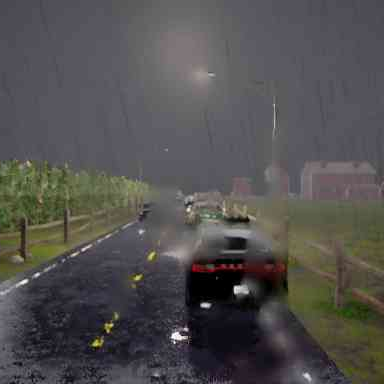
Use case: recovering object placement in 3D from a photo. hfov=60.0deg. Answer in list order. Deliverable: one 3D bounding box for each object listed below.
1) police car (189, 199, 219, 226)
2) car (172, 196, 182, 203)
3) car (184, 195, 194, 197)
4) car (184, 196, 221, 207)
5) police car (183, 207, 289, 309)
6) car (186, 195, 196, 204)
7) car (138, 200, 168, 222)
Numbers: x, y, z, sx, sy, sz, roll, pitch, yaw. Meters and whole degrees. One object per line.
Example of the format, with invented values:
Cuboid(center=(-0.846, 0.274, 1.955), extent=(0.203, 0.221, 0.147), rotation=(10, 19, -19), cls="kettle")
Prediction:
Cuboid(center=(0.762, 1.350, 24.057), extent=(1.930, 1.638, 5.238), rotation=(0, 0, 0), cls="police car")
Cuboid(center=(-2.934, 1.410, 66.948), extent=(2.033, 1.411, 5.357), rotation=(0, 0, 0), cls="car")
Cuboid(center=(-0.088, 1.480, 46.713), extent=(1.895, 1.301, 4.718), rotation=(0, 0, 0), cls="car")
Cuboid(center=(0.778, 1.295, 17.918), extent=(2.097, 1.767, 4.553), rotation=(0, 0, 0), cls="car")
Cuboid(center=(0.804, 1.400, 8.057), extent=(1.930, 1.638, 5.238), rotation=(0, 0, 0), cls="police car")
Cuboid(center=(-0.163, 1.344, 62.734), extent=(1.882, 1.535, 5.008), rotation=(0, 0, 0), cls="car")
Cuboid(center=(-2.916, 1.425, 25.558), extent=(1.837, 1.490, 4.892), rotation=(0, 0, 0), cls="car")
